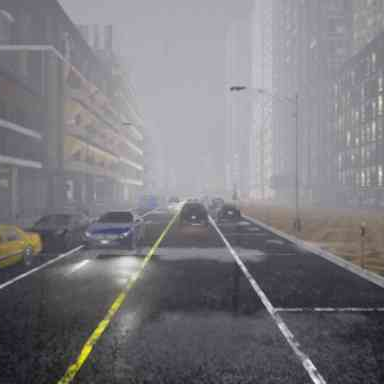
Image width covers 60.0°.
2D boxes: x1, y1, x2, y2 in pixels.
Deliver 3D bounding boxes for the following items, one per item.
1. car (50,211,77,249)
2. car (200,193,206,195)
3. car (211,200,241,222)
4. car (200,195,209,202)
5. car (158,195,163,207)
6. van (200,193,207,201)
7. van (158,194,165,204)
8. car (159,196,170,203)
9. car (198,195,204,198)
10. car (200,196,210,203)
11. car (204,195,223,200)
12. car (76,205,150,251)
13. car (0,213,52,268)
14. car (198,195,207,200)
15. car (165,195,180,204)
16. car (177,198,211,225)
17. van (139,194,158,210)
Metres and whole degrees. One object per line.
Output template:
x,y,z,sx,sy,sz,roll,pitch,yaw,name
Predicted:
-5.681,1.536,14.455,1.947,1.339,4.313,0,0,0,car
2.718,1.347,58.633,1.967,1.590,4.097,0,0,0,car
2.705,1.516,25.497,1.947,1.339,4.313,0,0,0,car
2.725,1.440,75.203,1.887,1.381,4.507,0,0,0,car
-5.667,1.465,47.593,1.887,1.381,4.507,0,0,0,car
2.727,1.234,80.726,1.690,1.788,3.998,0,0,0,van
-5.662,1.249,58.638,1.690,1.788,3.998,0,0,0,van
-5.658,1.450,69.683,2.008,1.369,4.403,0,0,0,car
0.118,1.475,41.463,2.033,1.411,5.357,0,0,0,car
2.722,1.464,69.680,1.947,1.339,4.313,0,0,0,car
2.710,1.375,36.542,1.967,1.590,4.097,0,0,0,car
-3.084,1.496,14.032,1.812,1.442,4.674,0,0,0,car
-5.683,1.506,8.763,1.752,1.417,4.829,0,0,0,car
2.729,1.442,86.248,2.008,1.369,4.403,0,0,0,car
-2.977,1.269,56.028,1.994,1.385,4.181,0,0,0,car
0.110,1.431,23.378,1.882,1.535,5.008,0,0,0,car
-5.669,1.269,42.070,1.690,1.788,3.998,0,0,0,van
